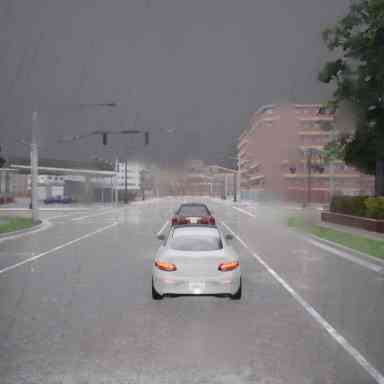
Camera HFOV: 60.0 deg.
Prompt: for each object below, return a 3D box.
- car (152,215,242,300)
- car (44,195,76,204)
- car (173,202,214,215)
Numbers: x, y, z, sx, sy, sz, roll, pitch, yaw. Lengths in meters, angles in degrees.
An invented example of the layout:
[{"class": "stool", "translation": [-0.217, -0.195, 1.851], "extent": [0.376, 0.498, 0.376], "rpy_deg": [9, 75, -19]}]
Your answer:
[{"class": "car", "translation": [0.092, 1.526, 8.277], "extent": [1.812, 1.442, 4.674], "rpy_deg": [0, 0, 0]}, {"class": "car", "translation": [-23.402, 1.295, 57.992], "extent": [4.611, 1.667, 2.242], "rpy_deg": [0, 0, 1]}, {"class": "car", "translation": [0.074, 1.352, 17.269], "extent": [2.097, 1.767, 4.553], "rpy_deg": [0, 0, 0]}]
